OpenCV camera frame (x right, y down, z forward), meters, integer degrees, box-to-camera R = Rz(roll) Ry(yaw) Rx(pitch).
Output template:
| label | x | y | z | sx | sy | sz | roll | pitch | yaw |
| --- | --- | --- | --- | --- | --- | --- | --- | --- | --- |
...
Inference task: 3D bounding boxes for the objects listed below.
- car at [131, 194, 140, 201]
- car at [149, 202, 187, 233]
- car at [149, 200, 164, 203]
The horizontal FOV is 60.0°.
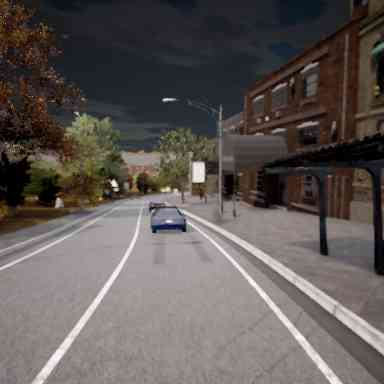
| label | x | y | z | sx | sy | sz | roll | pitch | yaw |
| --- | --- | --- | --- | --- | --- | --- | --- | --- | --- |
| car | -13.185 | 1.330 | 77.841 | 1.837 | 1.490 | 4.892 | -1 | 0 | -8 |
| car | -1.452 | 1.528 | 19.732 | 1.994 | 1.385 | 4.181 | -1 | 0 | -7 |
| car | -4.114 | 1.566 | 39.263 | 1.895 | 1.301 | 4.718 | -1 | 0 | -8 |
